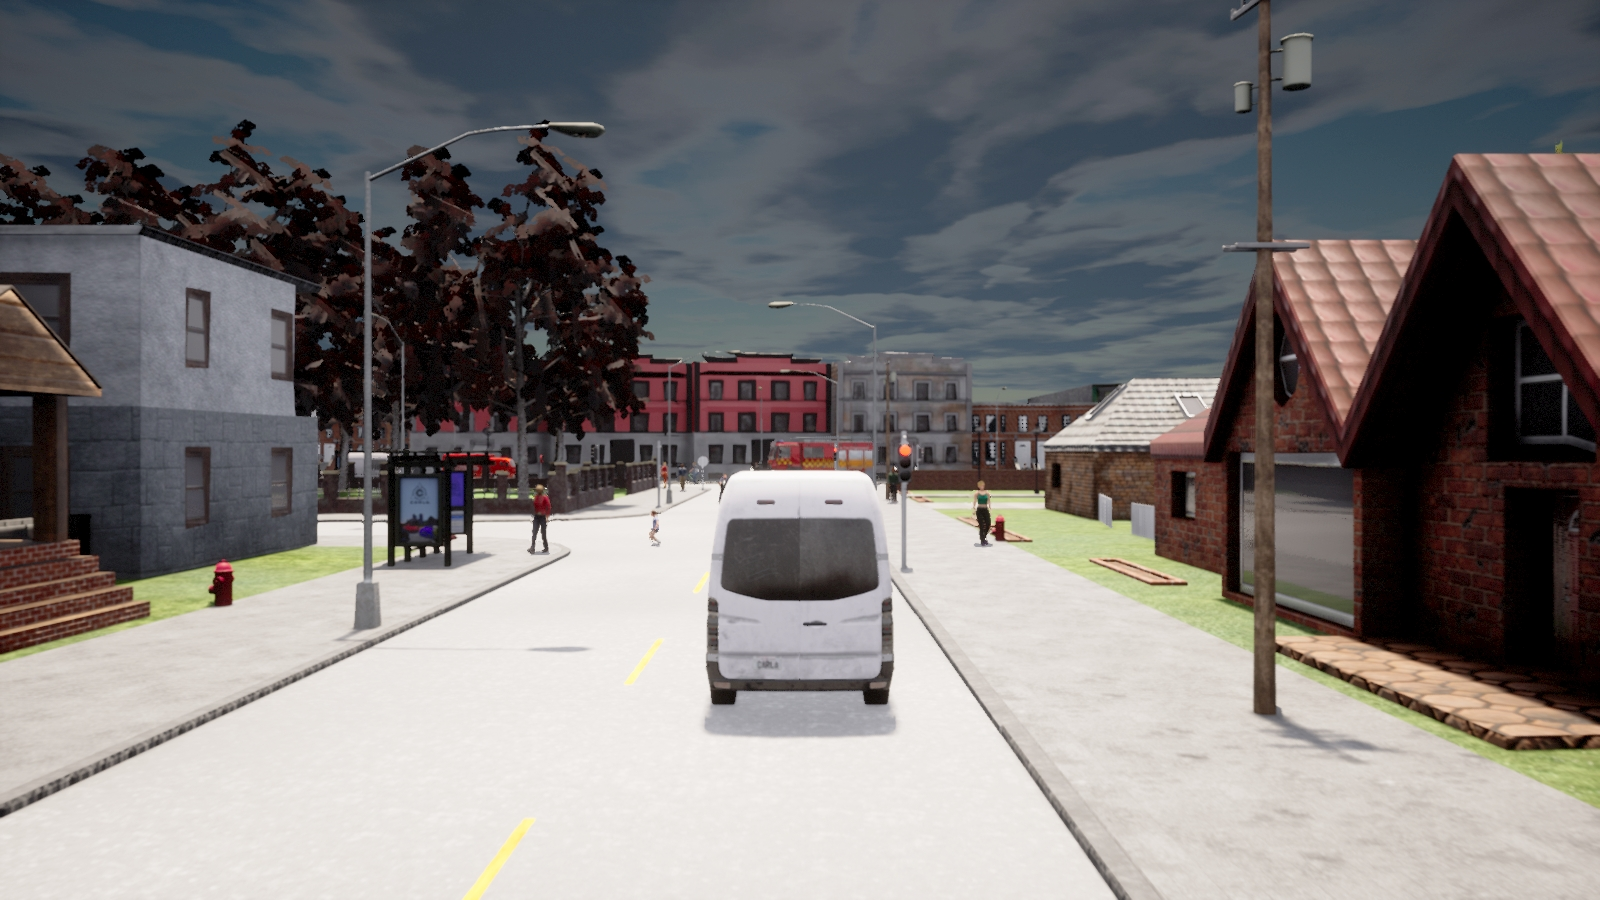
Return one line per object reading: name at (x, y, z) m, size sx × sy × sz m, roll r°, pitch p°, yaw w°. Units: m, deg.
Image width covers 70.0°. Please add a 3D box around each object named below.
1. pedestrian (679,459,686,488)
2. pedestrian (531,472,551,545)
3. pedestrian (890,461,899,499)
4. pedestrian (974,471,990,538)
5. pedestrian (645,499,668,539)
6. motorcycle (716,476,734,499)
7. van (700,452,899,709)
pedestrian at (-7.540, 1.496, 73.334) m, size 0.375 × 1.860 × 0.375 m, roll 0°, pitch 0°, yaw 1°
pedestrian at (-6.658, 1.505, 29.380) m, size 0.375 × 1.860 × 0.375 m, roll 0°, pitch 0°, yaw 18°
pedestrian at (4.663, 1.500, 56.542) m, size 0.375 × 1.860 × 0.375 m, roll 0°, pitch 0°, yaw -7°
pedestrian at (5.074, 1.510, 31.803) m, size 0.375 × 1.860 × 0.375 m, roll 0°, pitch 0°, yaw -3°
pedestrian at (-4.158, 1.994, 33.036) m, size 0.500 × 1.100 × 0.500 m, roll 0°, pitch 0°, yaw -32°
motorcycle at (-3.957, 1.968, 60.527) m, size 0.803 × 1.145 × 2.033 m, roll 0°, pitch 0°, yaw 1°
van at (-0.007, 1.308, 14.388) m, size 1.988 × 2.561 × 5.915 m, roll 0°, pitch 0°, yaw 0°
